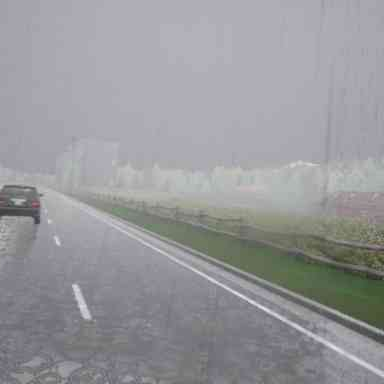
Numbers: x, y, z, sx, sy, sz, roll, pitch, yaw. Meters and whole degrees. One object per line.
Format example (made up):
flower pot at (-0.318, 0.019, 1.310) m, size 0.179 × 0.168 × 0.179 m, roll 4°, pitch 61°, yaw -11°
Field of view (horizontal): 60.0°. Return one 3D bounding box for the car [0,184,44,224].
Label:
car at (-9.831, 0.589, 19.054) m, size 2.150 × 2.045 × 5.566 m, roll 5°, pitch -1°, yaw -25°

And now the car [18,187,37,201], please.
car at (-20.988, 0.218, 42.535) m, size 2.033 × 1.411 × 5.357 m, roll 5°, pitch -1°, yaw -25°
